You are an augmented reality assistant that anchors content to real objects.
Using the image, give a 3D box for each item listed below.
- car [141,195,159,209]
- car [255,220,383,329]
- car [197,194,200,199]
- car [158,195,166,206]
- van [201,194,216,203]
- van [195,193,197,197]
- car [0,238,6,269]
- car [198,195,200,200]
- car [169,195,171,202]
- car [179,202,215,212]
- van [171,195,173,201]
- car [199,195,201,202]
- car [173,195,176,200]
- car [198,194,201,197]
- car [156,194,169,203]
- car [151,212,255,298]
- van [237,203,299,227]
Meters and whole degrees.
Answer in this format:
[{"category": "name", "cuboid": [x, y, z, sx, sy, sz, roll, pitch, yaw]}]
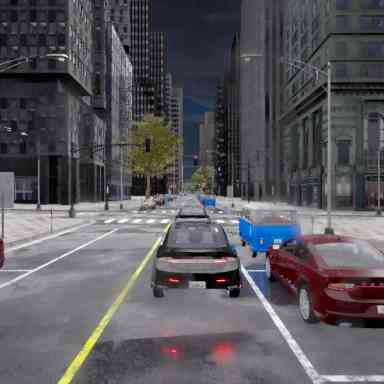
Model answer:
[{"category": "car", "cuboid": [-5.860, 1.546, 44.915, 1.752, 1.417, 4.829, 0, 0, 0]}, {"category": "car", "cuboid": [2.764, 1.546, 6.991, 1.887, 1.381, 4.507, 0, 0, 0]}, {"category": "car", "cuboid": [2.614, 1.601, 72.153, 2.008, 1.369, 4.403, 0, 0, 0]}, {"category": "car", "cuboid": [-5.876, 1.575, 55.665, 1.887, 1.381, 4.507, 0, 0, 0]}, {"category": "van", "cuboid": [2.660, 1.367, 50.501, 1.690, 1.788, 3.998, 0, 0, 0]}, {"category": "van", "cuboid": [2.569, 1.424, 93.807, 1.690, 1.788, 3.998, 0, 0, 0]}, {"category": "car", "cuboid": [-5.791, 1.545, 6.992, 1.887, 1.381, 4.507, 0, 0, 0]}, {"category": "car", "cuboid": [2.637, 1.582, 61.327, 1.887, 1.381, 4.507, 0, 0, 0]}, {"category": "car", "cuboid": [-5.899, 1.593, 66.243, 2.008, 1.369, 4.403, 0, 0, 0]}, {"category": "car", "cuboid": [0.048, 1.495, 17.913, 2.128, 1.511, 4.902, 0, 0, 1]}, {"category": "van", "cuboid": [-5.920, 1.398, 76.821, 1.690, 1.788, 3.998, 0, 0, 0]}, {"category": "car", "cuboid": [2.648, 1.597, 55.914, 1.947, 1.339, 4.313, 0, 0, 0]}, {"category": "car", "cuboid": [-5.943, 1.638, 87.398, 1.947, 1.339, 4.313, 0, 0, 0]}, {"category": "car", "cuboid": [2.625, 1.625, 66.741, 1.802, 1.307, 4.206, 0, 0, 0]}, {"category": "car", "cuboid": [-5.887, 1.351, 60.954, 2.192, 1.841, 5.009, 0, 0, 0]}, {"category": "car", "cuboid": [0.083, 1.493, 8.527, 2.128, 1.511, 4.902, 0, 0, 0]}, {"category": "van", "cuboid": [2.754, 1.343, 12.516, 1.690, 1.788, 3.998, 0, 0, 0]}]
